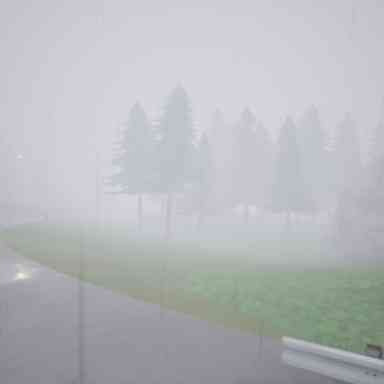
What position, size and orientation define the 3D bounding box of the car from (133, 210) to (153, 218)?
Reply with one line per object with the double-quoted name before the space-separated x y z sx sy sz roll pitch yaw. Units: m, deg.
"car" -10.902 4.901 74.637 2.097 1.767 4.553 0 -4 39
